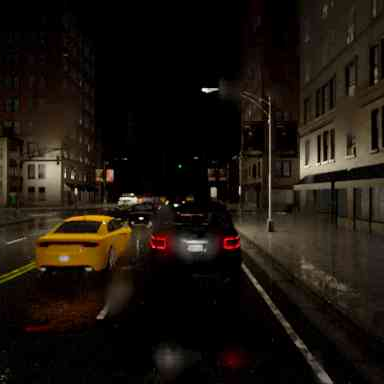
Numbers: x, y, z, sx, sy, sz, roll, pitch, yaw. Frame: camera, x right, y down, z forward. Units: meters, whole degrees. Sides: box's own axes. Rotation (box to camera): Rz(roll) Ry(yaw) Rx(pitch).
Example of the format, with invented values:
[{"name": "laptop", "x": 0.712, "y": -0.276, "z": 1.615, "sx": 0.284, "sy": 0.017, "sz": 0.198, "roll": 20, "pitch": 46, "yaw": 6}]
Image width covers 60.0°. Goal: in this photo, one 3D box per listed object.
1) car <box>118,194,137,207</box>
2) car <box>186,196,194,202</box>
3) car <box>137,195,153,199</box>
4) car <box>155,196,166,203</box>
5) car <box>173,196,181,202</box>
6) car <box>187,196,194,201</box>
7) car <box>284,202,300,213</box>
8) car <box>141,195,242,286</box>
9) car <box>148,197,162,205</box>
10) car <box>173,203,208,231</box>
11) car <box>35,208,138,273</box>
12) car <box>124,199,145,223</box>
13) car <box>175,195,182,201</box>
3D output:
[{"name": "car", "x": -10.131, "y": 1.336, "z": 52.685, "sx": 2.150, "sy": 2.045, "sz": 5.566, "roll": 0, "pitch": 0, "yaw": -1}, {"name": "car", "x": -0.431, "y": 1.642, "z": 80.978, "sx": 1.882, "sy": 1.535, "sz": 5.008, "roll": 0, "pitch": 0, "yaw": 0}, {"name": "car", "x": -6.872, "y": 1.661, "z": 52.283, "sx": 2.033, "sy": 1.411, "sz": 5.357, "roll": 0, "pitch": 0, "yaw": -1}, {"name": "car", "x": -6.887, "y": 1.629, "z": 72.733, "sx": 1.882, "sy": 1.535, "sz": 5.008, "roll": 0, "pitch": 0, "yaw": 0}, {"name": "car", "x": -3.683, "y": 1.690, "z": 81.378, "sx": 1.812, "sy": 1.442, "sz": 4.674, "roll": 0, "pitch": 0, "yaw": 0}, {"name": "car", "x": -0.487, "y": 1.651, "z": 91.428, "sx": 1.895, "sy": 1.301, "sz": 4.718, "roll": 0, "pitch": 0, "yaw": 0}, {"name": "car", "x": 12.578, "y": 1.687, "z": 37.683, "sx": 4.181, "sy": 1.385, "sz": 1.994, "roll": 0, "pitch": 0, "yaw": 0}, {"name": "car", "x": 0.052, "y": 1.245, "z": 9.595, "sx": 2.150, "sy": 2.045, "sz": 5.566, "roll": 0, "pitch": 0, "yaw": 0}, {"name": "car", "x": -6.890, "y": 1.680, "z": 62.357, "sx": 2.033, "sy": 1.411, "sz": 5.357, "roll": 0, "pitch": 0, "yaw": 0}, {"name": "car", "x": -0.073, "y": 1.542, "z": 22.244, "sx": 2.128, "sy": 1.511, "sz": 4.902, "roll": 0, "pitch": 0, "yaw": 0}, {"name": "car", "x": -3.206, "y": 1.502, "z": 10.786, "sx": 1.882, "sy": 1.535, "sz": 5.008, "roll": 0, "pitch": 0, "yaw": 0}, {"name": "car", "x": -3.273, "y": 1.531, "z": 23.870, "sx": 1.882, "sy": 1.535, "sz": 5.008, "roll": 0, "pitch": 0, "yaw": 0}, {"name": "car", "x": -3.737, "y": 1.556, "z": 91.381, "sx": 1.837, "sy": 1.490, "sz": 4.892, "roll": 0, "pitch": 0, "yaw": 0}]
